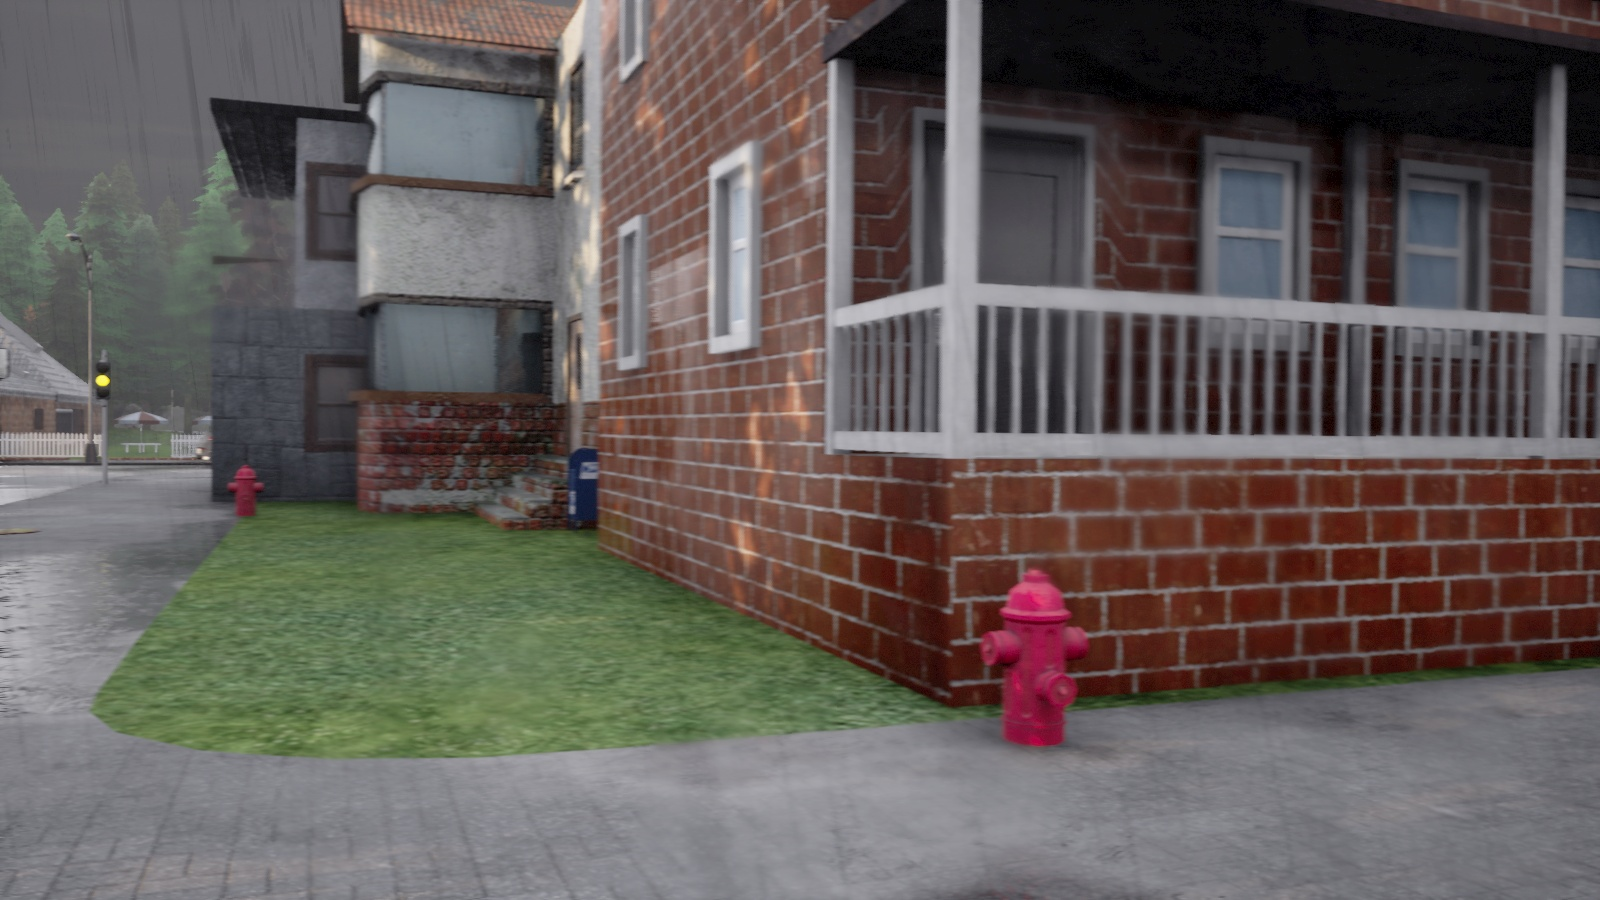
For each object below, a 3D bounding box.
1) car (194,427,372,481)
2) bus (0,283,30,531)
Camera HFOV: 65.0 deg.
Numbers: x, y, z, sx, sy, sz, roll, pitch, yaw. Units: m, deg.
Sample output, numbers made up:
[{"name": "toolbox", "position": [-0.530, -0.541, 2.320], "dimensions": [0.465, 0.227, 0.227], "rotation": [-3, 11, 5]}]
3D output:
[{"name": "car", "position": [-17.035, 0.088, 41.472], "dimensions": [5.027, 1.651, 2.152], "rotation": [-1, 1, -36]}, {"name": "bus", "position": [-14.481, -0.705, 17.939], "dimensions": [3.944, 4.253, 10.273], "rotation": [-1, 1, -20]}]
